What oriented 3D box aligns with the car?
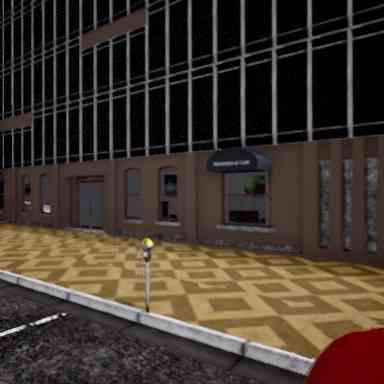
[{"bbox_3d":[2.771,1.318,0.904,5.009,1.841,2.192,0,0,36],"label":"car"}]
